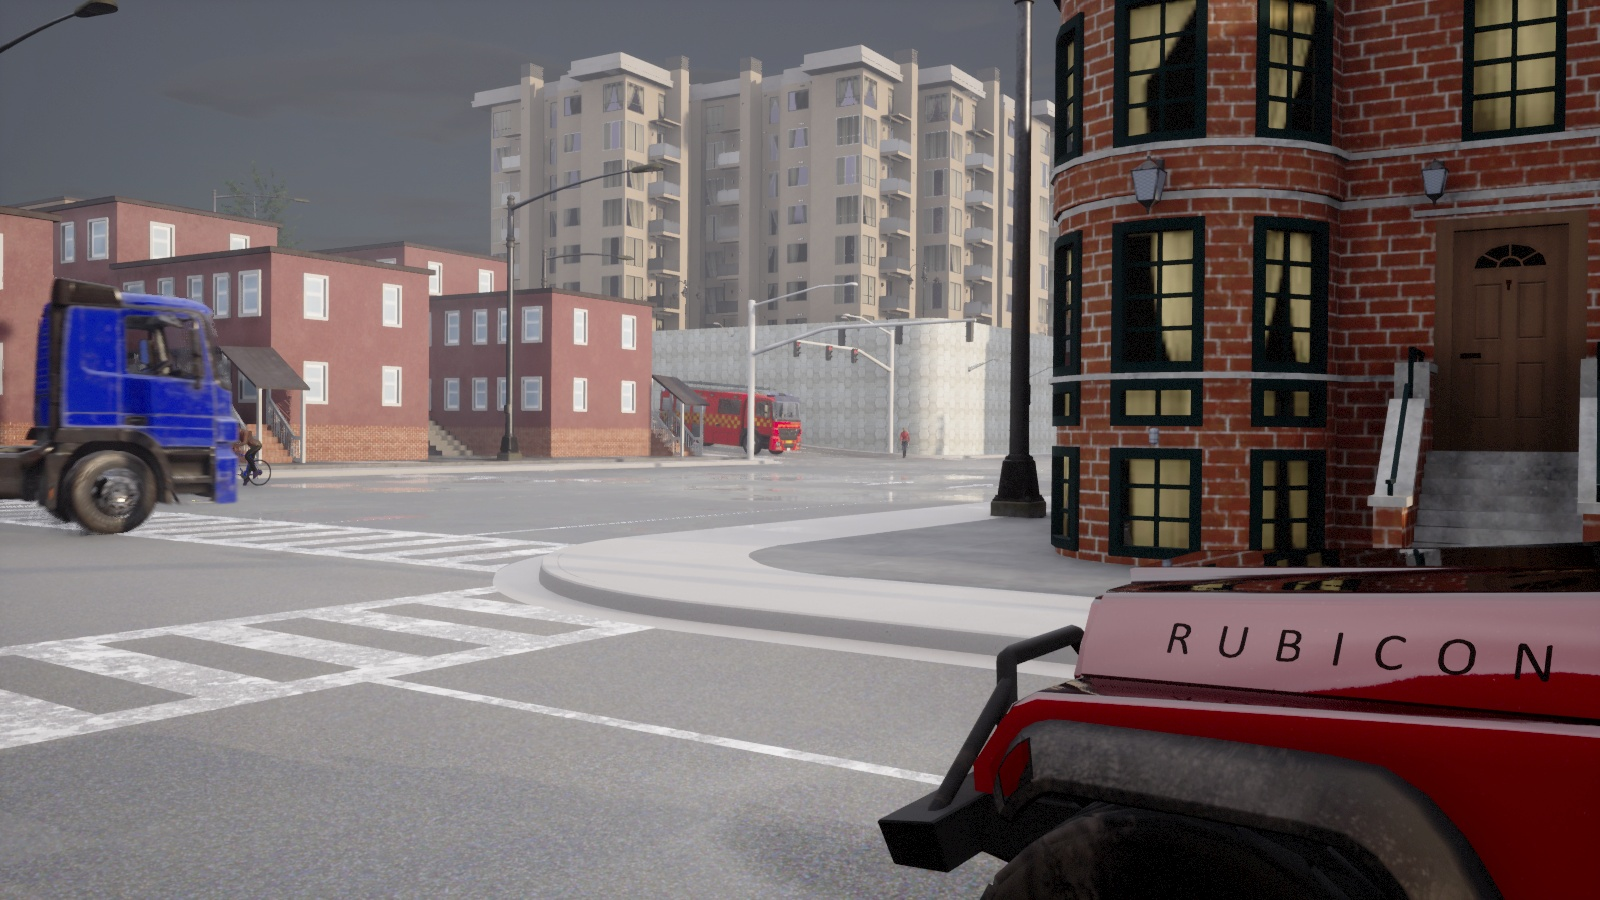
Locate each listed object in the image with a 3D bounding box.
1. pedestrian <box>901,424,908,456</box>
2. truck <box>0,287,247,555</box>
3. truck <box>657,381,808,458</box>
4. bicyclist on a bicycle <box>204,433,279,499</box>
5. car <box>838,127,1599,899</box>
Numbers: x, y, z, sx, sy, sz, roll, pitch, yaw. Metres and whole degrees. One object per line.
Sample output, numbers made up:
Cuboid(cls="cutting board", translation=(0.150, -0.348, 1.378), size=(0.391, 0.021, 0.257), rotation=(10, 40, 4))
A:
Cuboid(cls="pedestrian", translation=(5.960, -0.566, 71.897), size=(0.331, 1.846, 0.636), rotation=(0, 1, 10))
Cuboid(cls="truck", translation=(-11.996, -0.371, 16.750), size=(7.936, 3.462, 2.891), rotation=(-1, 1, -39))
Cuboid(cls="truck", translation=(-4.007, -1.806, 72.816), size=(8.468, 3.827, 2.891), rotation=(6, 4, 33))
Cuboid(cls="bicyclist on a bicycle", translation=(-14.082, 0.379, 31.706), size=(0.582, 1.620, 1.656), rotation=(0, 1, 33))
Cuboid(cls="car", translation=(2.219, 0.478, 2.153), size=(3.866, 1.878, 1.905), rotation=(0, 1, 33))
